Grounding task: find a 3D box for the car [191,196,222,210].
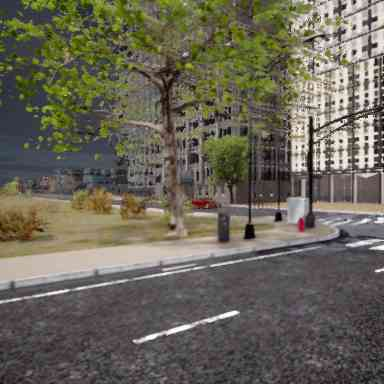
[{"bbox_3d":[1.572,1.280,39.884,1.882,1.535,5.008,1,0,-34],"label":"car"}]
